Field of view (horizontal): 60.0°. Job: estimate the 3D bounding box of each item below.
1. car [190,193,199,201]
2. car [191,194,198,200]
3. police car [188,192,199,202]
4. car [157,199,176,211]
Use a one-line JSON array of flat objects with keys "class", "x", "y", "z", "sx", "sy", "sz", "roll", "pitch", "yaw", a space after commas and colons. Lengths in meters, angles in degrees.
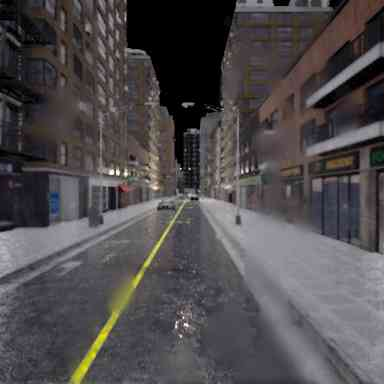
[{"class": "car", "x": 0.577, "y": 1.216, "z": 84.058, "sx": 2.097, "sy": 1.767, "sz": 4.553, "roll": 0, "pitch": 0, "yaw": 0}, {"class": "car", "x": 0.559, "y": 1.327, "z": 90.088, "sx": 1.882, "sy": 1.535, "sz": 5.008, "roll": 0, "pitch": 0, "yaw": 0}, {"class": "police car", "x": 0.606, "y": 1.317, "z": 74.198, "sx": 1.930, "sy": 1.638, "sz": 5.238, "roll": 0, "pitch": 0, "yaw": 0}, {"class": "car", "x": -2.954, "y": 1.524, "z": 38.827, "sx": 1.994, "sy": 1.385, "sz": 4.181, "roll": 0, "pitch": 0, "yaw": 0}]
